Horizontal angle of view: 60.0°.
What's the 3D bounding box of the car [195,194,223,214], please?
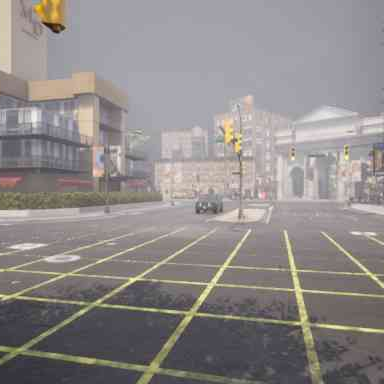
[{"bbox_3d":[1.956,1.219,35.833,2.150,2.045,5.566,0,0,15],"label":"car"}]
